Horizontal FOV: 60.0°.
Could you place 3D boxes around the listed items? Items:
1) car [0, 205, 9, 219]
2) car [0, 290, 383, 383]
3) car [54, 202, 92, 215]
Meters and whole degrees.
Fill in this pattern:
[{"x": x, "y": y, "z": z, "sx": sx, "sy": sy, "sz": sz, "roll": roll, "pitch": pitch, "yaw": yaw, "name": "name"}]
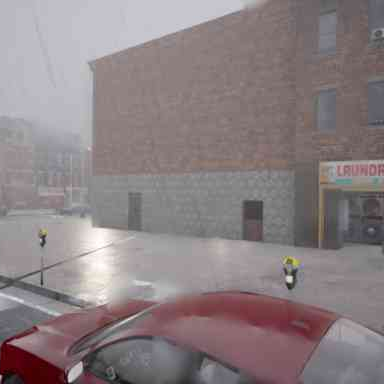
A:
[{"x": -19.334, "y": 1.722, "z": 30.185, "sx": 2.128, "sy": 1.511, "sz": 4.902, "roll": 1, "pitch": 0, "yaw": 36, "name": "car"}, {"x": 0.145, "y": 1.544, "z": 2.694, "sx": 4.507, "sy": 1.381, "sz": 1.887, "roll": 0, "pitch": 1, "yaw": 36, "name": "car"}, {"x": -13.170, "y": 1.918, "z": 38.791, "sx": 2.033, "sy": 1.411, "sz": 5.357, "roll": 1, "pitch": 0, "yaw": 35, "name": "car"}]
